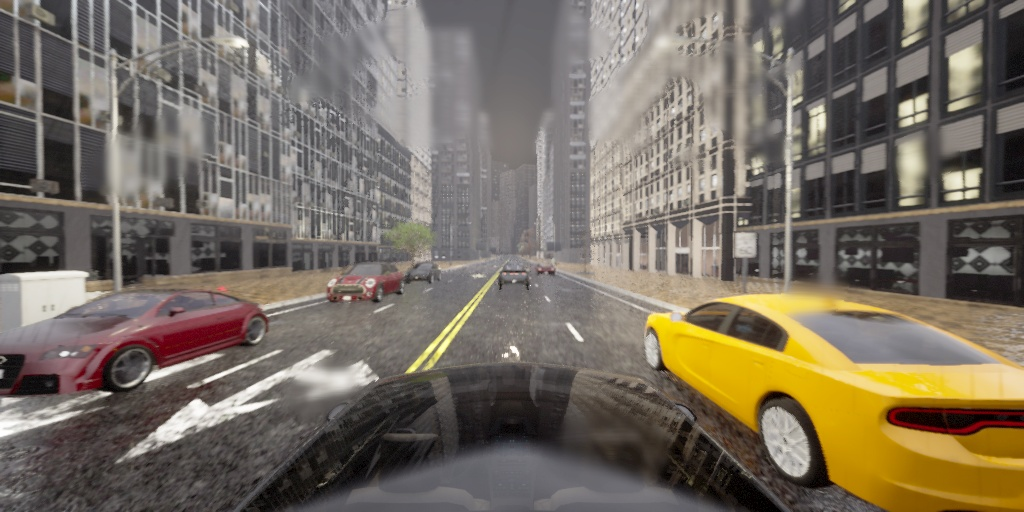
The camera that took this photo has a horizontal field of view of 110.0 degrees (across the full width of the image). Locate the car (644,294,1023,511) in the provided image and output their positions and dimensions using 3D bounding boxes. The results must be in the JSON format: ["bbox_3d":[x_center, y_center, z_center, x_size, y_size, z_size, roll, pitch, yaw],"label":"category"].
[{"bbox_3d":[3.350,1.224,4.612,1.882,1.535,5.008,0,0,0],"label":"car"}]

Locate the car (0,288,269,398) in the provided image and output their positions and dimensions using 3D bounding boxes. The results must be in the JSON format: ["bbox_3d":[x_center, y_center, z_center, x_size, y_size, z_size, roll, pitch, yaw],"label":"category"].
[{"bbox_3d":[-6.591,1.309,6.538,1.994,1.385,4.181,0,0,0],"label":"car"}]

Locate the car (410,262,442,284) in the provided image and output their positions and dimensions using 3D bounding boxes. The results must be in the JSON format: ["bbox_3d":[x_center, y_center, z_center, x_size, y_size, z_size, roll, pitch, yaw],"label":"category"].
[{"bbox_3d":[-6.484,1.223,26.740,1.837,1.490,4.892,0,0,0],"label":"car"}]

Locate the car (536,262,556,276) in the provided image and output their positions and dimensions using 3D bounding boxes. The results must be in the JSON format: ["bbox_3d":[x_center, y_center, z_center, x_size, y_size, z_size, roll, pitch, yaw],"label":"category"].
[{"bbox_3d":[3.276,1.304,36.539,1.895,1.301,4.718,0,0,0],"label":"car"}]

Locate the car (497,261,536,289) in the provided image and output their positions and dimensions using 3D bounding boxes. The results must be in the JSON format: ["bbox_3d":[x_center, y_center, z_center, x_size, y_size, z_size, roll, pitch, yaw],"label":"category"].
[{"bbox_3d":[0.116,1.215,22.519,2.128,1.511,4.902,0,0,0],"label":"car"}]

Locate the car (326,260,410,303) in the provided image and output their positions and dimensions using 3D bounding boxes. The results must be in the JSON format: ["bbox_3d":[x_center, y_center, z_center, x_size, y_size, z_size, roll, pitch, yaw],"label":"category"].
[{"bbox_3d":[-6.552,1.084,16.539,2.097,1.767,4.553,0,0,0],"label":"car"}]
